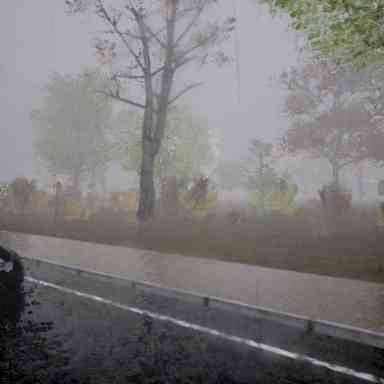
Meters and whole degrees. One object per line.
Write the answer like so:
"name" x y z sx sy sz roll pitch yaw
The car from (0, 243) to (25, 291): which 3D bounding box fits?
"car" -5.800 1.542 7.804 4.181 1.385 1.994 0 0 35
